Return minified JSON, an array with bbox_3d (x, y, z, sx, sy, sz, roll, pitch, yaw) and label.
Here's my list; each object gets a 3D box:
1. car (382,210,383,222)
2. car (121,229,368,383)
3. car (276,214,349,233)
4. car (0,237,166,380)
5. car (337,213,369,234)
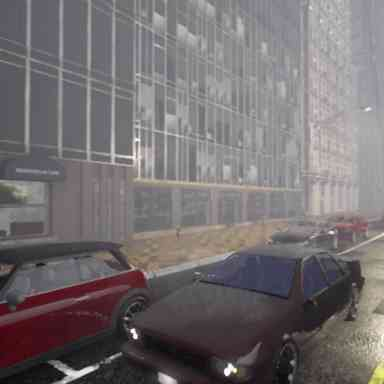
[{"bbox_3d":[19.087,2.076,31.207,1.887,1.381,4.507,-1,-1,39],"label":"car"},{"bbox_3d":[1.435,1.656,5.600,2.033,1.411,5.357,-1,-1,40],"label":"car"},{"bbox_3d":[4.659,1.802,13.611,2.008,1.369,4.403,-1,-1,39],"label":"car"},{"bbox_3d":[-2.554,1.552,4.815,1.967,1.590,4.097,-1,-1,39],"label":"car"},{"bbox_3d":[8.265,1.865,18.010,1.887,1.381,4.507,-1,-1,39],"label":"car"}]
